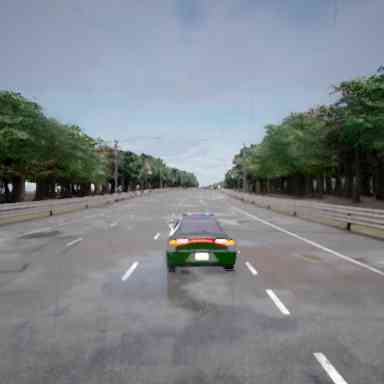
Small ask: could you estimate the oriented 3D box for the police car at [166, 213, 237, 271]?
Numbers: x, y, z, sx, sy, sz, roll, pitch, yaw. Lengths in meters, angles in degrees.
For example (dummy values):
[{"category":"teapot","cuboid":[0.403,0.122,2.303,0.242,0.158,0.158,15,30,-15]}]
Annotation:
[{"category":"police car","cuboid":[0.181,1.472,11.076,2.038,1.542,4.974,0,1,-2]}]
